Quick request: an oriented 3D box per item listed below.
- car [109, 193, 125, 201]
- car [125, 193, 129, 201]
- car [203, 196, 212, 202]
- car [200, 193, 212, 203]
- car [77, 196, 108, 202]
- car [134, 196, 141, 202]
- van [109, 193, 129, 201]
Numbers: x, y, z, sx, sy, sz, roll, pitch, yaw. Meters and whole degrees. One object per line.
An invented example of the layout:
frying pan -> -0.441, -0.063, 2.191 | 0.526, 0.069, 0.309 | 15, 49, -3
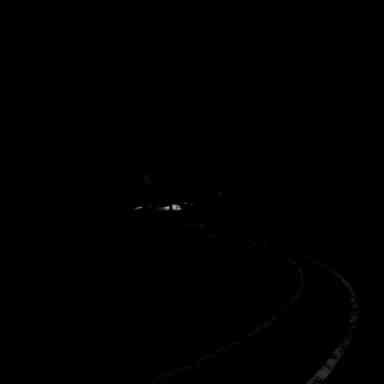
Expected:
car -> -19.001, 1.388, 77.362 | 5.366, 1.575, 1.946 | 1, -1, 7
car -> -18.675, 1.461, 80.002 | 5.366, 1.575, 1.946 | 1, -2, 7
car -> 3.788, 1.791, 82.194 | 1.882, 1.535, 5.008 | 1, -2, 7
car -> 2.464, 1.339, 71.888 | 2.150, 2.045, 5.566 | 1, -1, 7
car -> -20.130, 0.912, 66.245 | 5.566, 2.045, 2.435 | 1, -1, 7
car -> -8.266, 1.148, 62.646 | 4.553, 1.767, 2.185 | 1, -1, 7
van -> -18.030, 1.324, 82.743 | 4.442, 1.987, 1.878 | 1, -2, 7
